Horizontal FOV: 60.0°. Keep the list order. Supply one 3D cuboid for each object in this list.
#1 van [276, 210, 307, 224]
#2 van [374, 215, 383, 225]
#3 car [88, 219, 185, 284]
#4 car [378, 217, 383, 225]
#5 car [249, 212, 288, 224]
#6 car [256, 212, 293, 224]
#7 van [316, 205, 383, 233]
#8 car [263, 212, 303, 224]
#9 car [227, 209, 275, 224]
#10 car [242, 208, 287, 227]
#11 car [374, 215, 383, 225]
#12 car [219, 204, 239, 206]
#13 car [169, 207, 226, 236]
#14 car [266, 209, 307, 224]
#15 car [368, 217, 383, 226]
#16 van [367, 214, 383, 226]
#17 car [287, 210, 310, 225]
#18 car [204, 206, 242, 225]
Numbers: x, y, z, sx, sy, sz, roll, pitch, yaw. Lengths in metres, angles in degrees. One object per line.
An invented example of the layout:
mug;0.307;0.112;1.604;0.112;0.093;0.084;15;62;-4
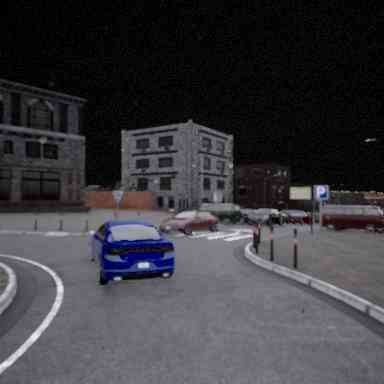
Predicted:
van;16.157;4.036;54.173;4.442;1.987;1.878;0;-4;33
van;38.954;5.695;66.315;4.442;1.987;1.878;0;-4;33
car;-2.011;1.594;10.133;1.882;1.535;5.008;1;-1;-21
car;46.435;6.849;78.055;4.553;1.767;2.185;0;-4;33
car;10.275;3.467;44.843;4.674;1.452;2.002;0;-4;33
car;11.718;3.668;47.077;4.674;1.452;2.002;0;-4;33
van;11.763;1.970;24.210;4.442;1.987;1.878;0;-4;33
car;13.451;3.845;49.424;5.366;1.575;1.946;0;-4;33
car;7.099;3.004;40.273;5.366;1.575;1.946;0;-4;33
car;6.841;2.289;31.081;2.097;1.767;4.553;0;-4;33
car;43.415;6.302;73.386;5.566;2.045;2.435;0;-4;33
car;5.707;2.660;37.719;4.553;1.767;2.185;0;-4;33
car;-0.004;1.863;20.908;1.812;1.442;4.674;0;-2;36
car;14.722;3.799;51.789;5.566;2.045;2.435;0;-4;33
car;34.377;5.298;59.451;5.008;1.535;2.097;0;-4;33
van;32.713;4.853;57.081;4.442;1.987;1.878;0;-4;33
car;12.972;3.246;40.564;1.882;1.535;5.008;0;-5;33
car;4.163;2.580;35.393;5.008;1.535;2.097;0;-4;33
